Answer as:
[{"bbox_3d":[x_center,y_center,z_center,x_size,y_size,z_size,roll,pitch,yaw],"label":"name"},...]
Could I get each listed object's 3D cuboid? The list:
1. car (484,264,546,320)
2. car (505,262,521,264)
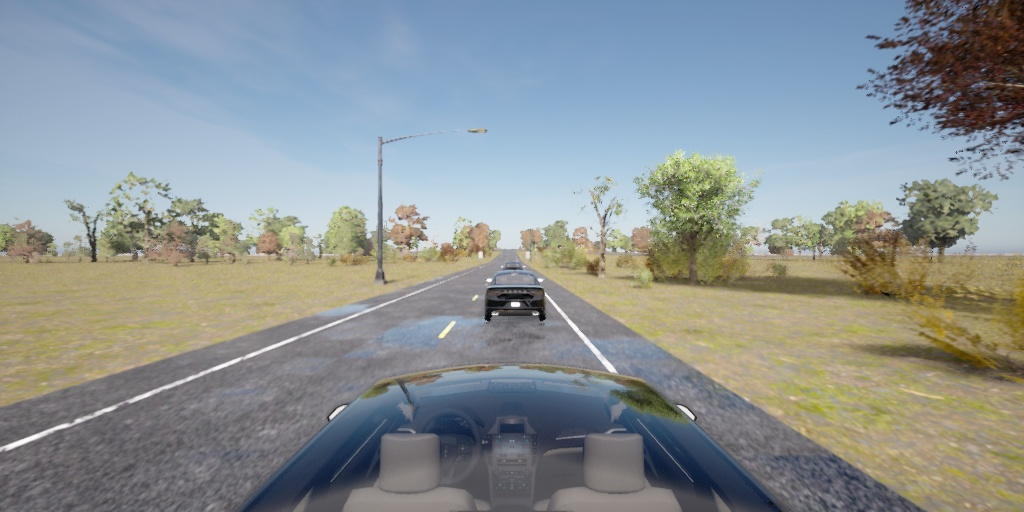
[{"bbox_3d":[0.098,1.226,12.676,1.882,1.535,5.008,0,0,0],"label":"car"},{"bbox_3d":[0.097,1.244,30.989,1.837,1.490,4.892,0,0,0],"label":"car"}]
